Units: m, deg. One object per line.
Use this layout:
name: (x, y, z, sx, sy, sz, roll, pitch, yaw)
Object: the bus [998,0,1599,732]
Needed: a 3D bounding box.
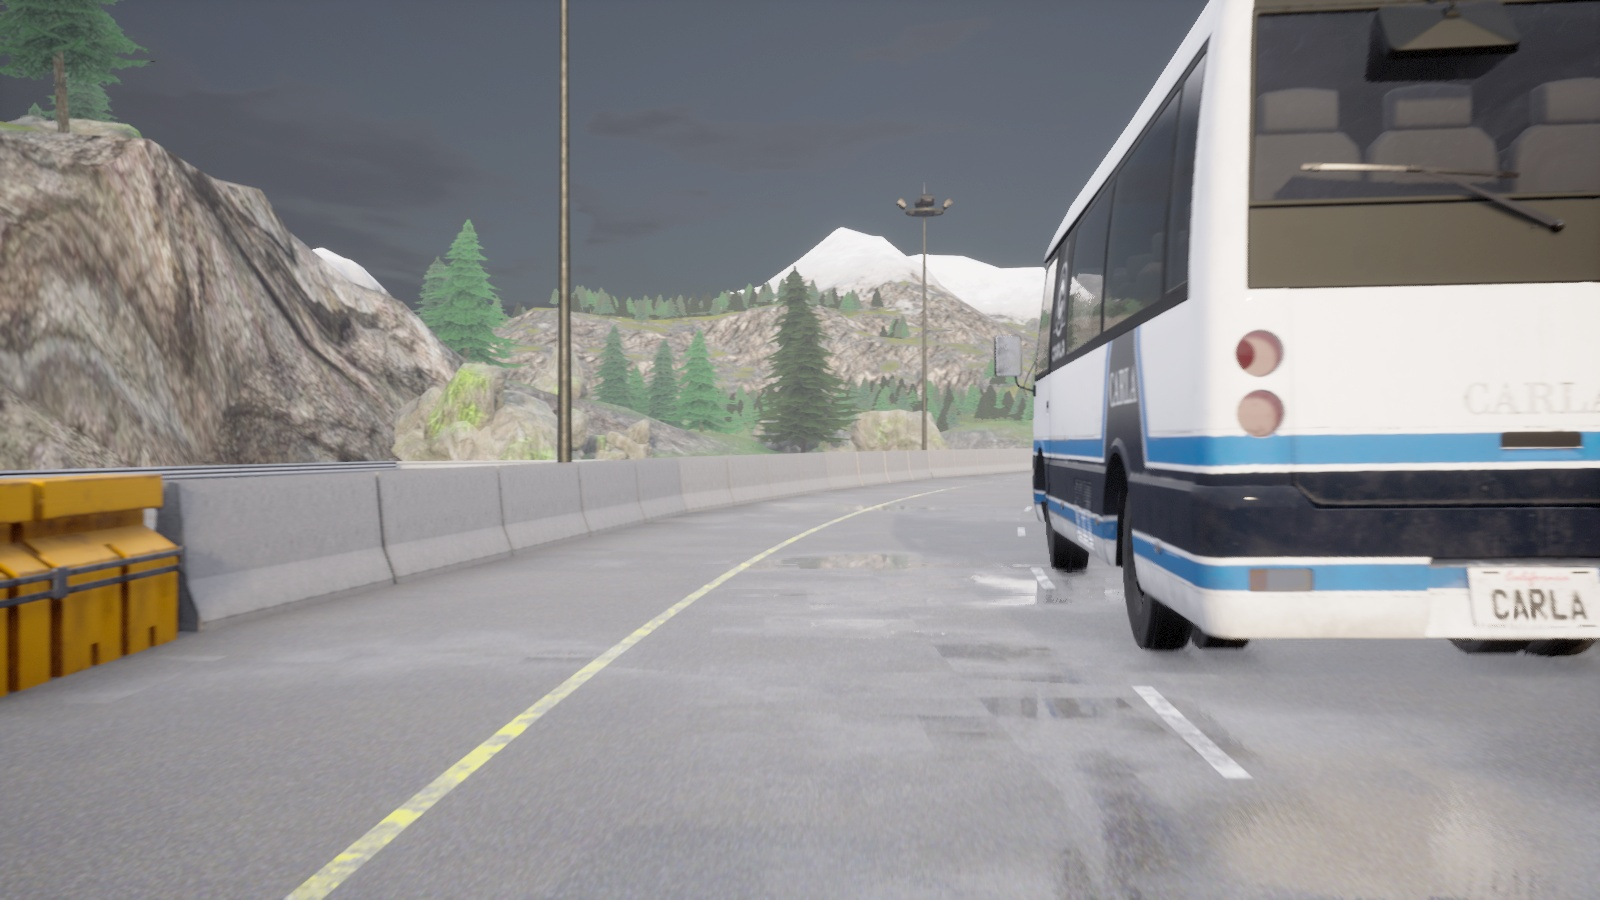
bus: (4.160, -0.691, 11.654, 3.944, 4.253, 10.273, -1, 0, 6)
